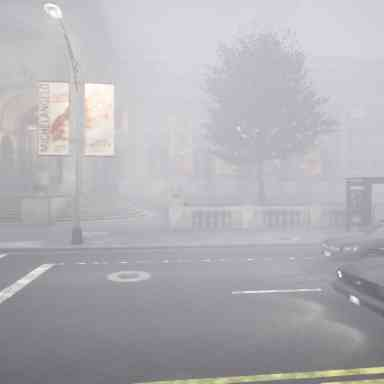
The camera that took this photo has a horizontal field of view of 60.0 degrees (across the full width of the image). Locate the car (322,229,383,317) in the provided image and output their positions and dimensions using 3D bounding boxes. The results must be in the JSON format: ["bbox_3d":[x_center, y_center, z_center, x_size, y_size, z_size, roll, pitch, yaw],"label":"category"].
[{"bbox_3d":[5.570,1.546,6.298,5.357,1.411,2.033,0,0,-7],"label":"car"}]

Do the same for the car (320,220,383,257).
[{"bbox_3d":[6.243,1.526,9.899,4.674,1.442,1.812,0,0,-7],"label":"car"}]
